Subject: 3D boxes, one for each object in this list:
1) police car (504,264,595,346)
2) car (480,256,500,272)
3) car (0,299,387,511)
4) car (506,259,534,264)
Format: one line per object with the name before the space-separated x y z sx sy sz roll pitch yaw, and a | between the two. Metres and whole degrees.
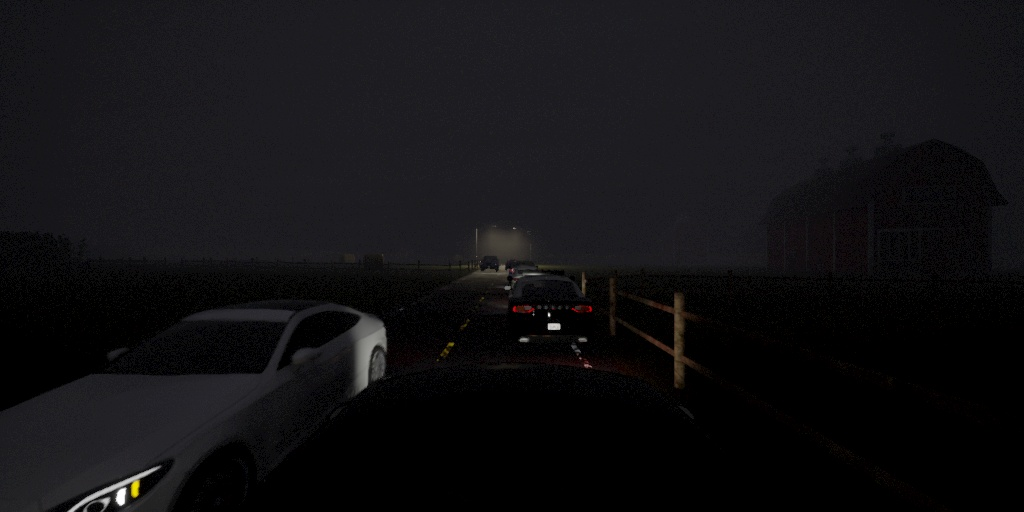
police car | 0.820 1.174 9.587 1.930 1.638 5.238 0 0 0
car | -2.773 0.961 45.646 2.150 2.045 5.566 0 0 0
car | -2.850 1.275 3.956 1.812 1.442 4.674 0 0 0
car | 0.811 1.097 25.447 2.097 1.767 4.553 0 0 0
